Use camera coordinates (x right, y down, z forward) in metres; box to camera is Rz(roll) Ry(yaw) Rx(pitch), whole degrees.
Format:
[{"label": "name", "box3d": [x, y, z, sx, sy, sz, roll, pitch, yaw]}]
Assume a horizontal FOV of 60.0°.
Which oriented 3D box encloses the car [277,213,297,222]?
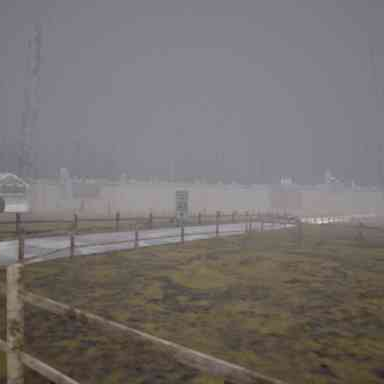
[{"label": "car", "box3d": [14.284, 3.748, 49.851, 1.895, 1.301, 4.718, 1, -2, 35]}]
